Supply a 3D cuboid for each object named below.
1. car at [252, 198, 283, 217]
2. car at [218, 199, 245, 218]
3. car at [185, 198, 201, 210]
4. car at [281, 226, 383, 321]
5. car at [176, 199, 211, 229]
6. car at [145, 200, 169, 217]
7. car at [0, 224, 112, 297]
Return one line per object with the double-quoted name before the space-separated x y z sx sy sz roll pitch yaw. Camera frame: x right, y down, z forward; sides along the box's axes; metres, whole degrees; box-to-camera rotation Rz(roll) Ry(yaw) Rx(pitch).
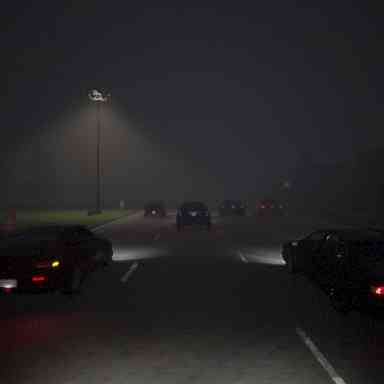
"car" 7.094 1.390 31.537 2.097 1.767 4.553 0 0 0
"car" 3.595 1.390 31.155 2.097 1.767 4.553 0 0 0
"car" 0.092 1.602 44.889 2.033 1.411 5.357 0 0 0
"car" 3.598 1.557 7.574 2.033 1.411 5.357 0 0 0
"car" 0.097 1.378 21.998 2.097 1.767 4.553 0 0 0
"car" -3.405 1.543 32.078 1.837 1.490 4.892 0 0 0
"car" -3.402 1.536 8.495 1.812 1.442 4.674 0 0 0
